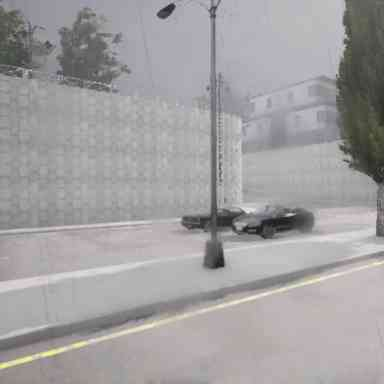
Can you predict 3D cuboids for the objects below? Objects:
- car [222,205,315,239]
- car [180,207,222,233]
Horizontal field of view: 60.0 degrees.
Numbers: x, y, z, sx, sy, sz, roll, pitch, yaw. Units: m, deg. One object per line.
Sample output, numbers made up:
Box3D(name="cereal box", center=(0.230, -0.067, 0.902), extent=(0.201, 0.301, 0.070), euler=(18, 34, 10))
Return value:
Box3D(name="car", center=(4.185, 1.408, 16.760), extent=(4.902, 1.511, 2.128), euler=(0, 0, -35))
Box3D(name="car", center=(1.682, 1.522, 19.279), extent=(4.718, 1.301, 1.895), euler=(0, 0, -35))
